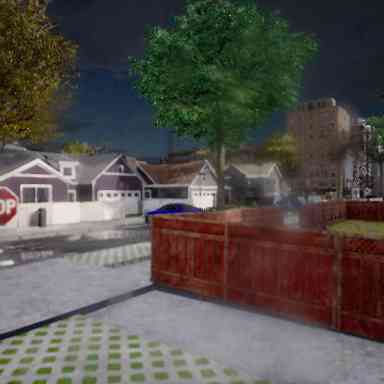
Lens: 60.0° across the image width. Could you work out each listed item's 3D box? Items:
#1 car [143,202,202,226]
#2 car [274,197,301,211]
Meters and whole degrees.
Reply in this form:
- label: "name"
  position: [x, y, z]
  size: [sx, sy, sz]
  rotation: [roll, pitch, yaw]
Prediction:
- label: "car"
  position: [-1.209, 1.494, 22.917]
  size: [1.882, 1.535, 5.008]
  rotation: [0, 0, 35]
- label: "car"
  position: [11.807, 1.390, 40.956]
  size: [2.097, 1.767, 4.553]
  rotation: [0, 0, 36]
